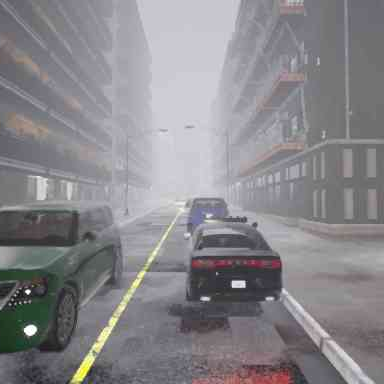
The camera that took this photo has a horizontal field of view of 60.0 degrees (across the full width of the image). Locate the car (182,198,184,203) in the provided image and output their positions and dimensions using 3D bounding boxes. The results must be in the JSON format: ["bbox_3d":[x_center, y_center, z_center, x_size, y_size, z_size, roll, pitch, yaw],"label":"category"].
[{"bbox_3d":[0.004,1.530,45.698,1.837,1.490,4.892,0,0,0],"label":"car"}]

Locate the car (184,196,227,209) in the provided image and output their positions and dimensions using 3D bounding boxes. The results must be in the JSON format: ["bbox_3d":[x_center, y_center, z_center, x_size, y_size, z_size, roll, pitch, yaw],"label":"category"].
[{"bbox_3d":[0.823,1.235,18.396,2.150,2.045,5.566,0,0,0],"label":"car"}]

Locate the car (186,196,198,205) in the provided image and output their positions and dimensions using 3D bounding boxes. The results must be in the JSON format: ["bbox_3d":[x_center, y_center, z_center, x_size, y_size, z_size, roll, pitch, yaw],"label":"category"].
[{"bbox_3d":[-0.005,1.528,59.999,2.128,1.511,4.902,0,0,0],"label":"car"}]

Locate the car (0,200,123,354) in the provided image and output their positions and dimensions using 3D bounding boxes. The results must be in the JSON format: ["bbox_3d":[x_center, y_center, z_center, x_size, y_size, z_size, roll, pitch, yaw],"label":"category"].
[{"bbox_3d":[-2.851,1.225,6.524,2.150,2.045,5.566,0,0,0],"label":"car"}]

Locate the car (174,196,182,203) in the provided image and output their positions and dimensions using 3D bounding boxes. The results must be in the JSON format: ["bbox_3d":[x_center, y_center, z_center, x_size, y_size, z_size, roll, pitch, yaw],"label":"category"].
[{"bbox_3d":[-2.757,1.593,70.371,2.033,1.411,5.357,0,0,0],"label":"car"}]

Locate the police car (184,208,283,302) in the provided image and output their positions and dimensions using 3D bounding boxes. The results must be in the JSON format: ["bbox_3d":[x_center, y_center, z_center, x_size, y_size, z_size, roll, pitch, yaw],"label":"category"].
[{"bbox_3d":[0.824,1.430,8.469,1.930,1.638,5.238,0,0,0],"label":"police car"}]

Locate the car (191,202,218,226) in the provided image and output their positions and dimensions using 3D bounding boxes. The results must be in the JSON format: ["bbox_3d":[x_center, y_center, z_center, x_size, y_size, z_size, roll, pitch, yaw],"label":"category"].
[{"bbox_3d":[0.823,1.539,24.367,1.812,1.442,4.674,0,0,0],"label":"car"}]
